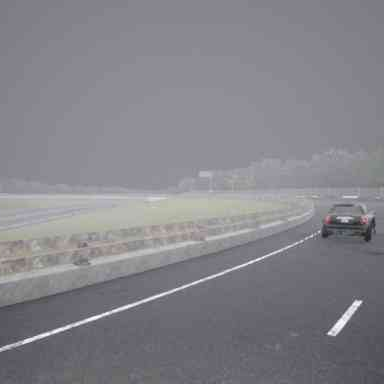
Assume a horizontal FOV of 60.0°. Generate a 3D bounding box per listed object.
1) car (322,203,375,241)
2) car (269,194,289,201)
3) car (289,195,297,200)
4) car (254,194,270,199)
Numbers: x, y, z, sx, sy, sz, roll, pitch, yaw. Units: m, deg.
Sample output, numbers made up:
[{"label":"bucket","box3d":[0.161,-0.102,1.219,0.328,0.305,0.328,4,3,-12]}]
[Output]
[{"label":"car","box3d":[8.107,1.351,17.016,2.097,1.767,4.553,0,0,31]},{"label":"car","box3d":[21.859,1.549,83.523,1.994,1.385,4.181,0,0,-9]},{"label":"car","box3d":[25.186,1.548,85.001,1.994,1.385,4.181,0,0,-9]},{"label":"car","box3d":[20.070,1.469,93.262,1.882,1.535,5.008,0,0,-15]}]
